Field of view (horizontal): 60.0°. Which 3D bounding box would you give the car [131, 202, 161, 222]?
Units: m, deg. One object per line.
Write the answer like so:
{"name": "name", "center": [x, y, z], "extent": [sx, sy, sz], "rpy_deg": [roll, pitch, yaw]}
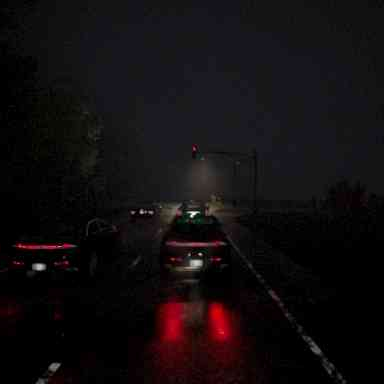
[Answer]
{"name": "car", "center": [-3.426, 1.432, 25.178], "extent": [2.033, 1.411, 5.357], "rpy_deg": [0, 0, 0]}

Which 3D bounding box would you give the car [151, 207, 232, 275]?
{"name": "car", "center": [0.089, 1.444, 10.241], "extent": [2.128, 1.511, 4.902], "rpy_deg": [0, 0, 0]}

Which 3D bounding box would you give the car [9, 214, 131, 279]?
{"name": "car", "center": [-3.410, 1.446, 9.848], "extent": [2.128, 1.511, 4.902], "rpy_deg": [0, 0, 0]}

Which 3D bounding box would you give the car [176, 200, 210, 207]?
{"name": "car", "center": [0.078, 1.259, 20.280], "extent": [2.097, 1.767, 4.553], "rpy_deg": [0, 0, 0]}
